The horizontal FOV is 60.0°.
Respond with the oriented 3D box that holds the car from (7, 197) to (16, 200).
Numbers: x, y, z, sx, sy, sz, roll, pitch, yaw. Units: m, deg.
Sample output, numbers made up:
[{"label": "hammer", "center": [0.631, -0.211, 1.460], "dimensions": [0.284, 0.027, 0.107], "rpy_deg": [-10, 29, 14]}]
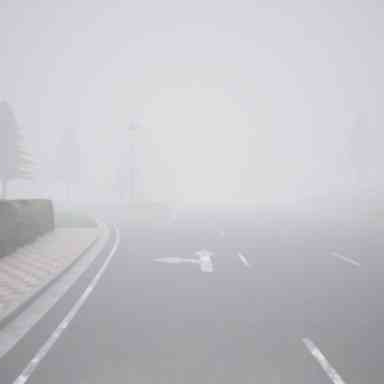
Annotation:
[{"label": "car", "center": [-39.070, 1.805, 70.549], "dimensions": [4.718, 1.301, 1.895], "rpy_deg": [0, 0, 40]}]
